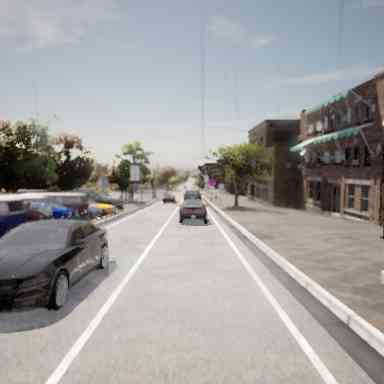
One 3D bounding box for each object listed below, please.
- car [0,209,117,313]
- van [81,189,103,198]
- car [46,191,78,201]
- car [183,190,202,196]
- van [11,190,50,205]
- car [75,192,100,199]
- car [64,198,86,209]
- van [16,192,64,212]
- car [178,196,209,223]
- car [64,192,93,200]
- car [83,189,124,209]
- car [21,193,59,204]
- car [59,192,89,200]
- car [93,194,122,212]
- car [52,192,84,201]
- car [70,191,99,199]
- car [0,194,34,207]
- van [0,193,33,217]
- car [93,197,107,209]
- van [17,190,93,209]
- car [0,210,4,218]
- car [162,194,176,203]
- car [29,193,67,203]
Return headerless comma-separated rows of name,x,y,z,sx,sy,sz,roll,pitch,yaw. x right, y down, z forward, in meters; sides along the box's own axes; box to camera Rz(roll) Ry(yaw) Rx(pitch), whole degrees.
car,-3.356,1.405,7.822,1.882,1.535,5.008,0,1,0
van,-22.063,0.361,73.535,4.442,1.987,1.878,0,1,0
car,-22.177,0.677,56.887,4.553,1.767,2.185,0,1,0
car,0.070,0.763,40.296,2.150,2.045,5.566,0,1,0
van,-22.238,0.725,45.783,4.442,1.987,1.878,0,1,0
car,-22.204,0.652,70.765,4.792,1.488,2.163,0,1,0
car,-8.980,1.316,18.821,5.008,1.535,2.097,0,1,0
van,-8.862,1.128,16.011,4.442,1.987,1.878,0,1,0
car,0.082,1.267,23.207,1.837,1.490,4.892,0,1,0
car,-22.192,0.723,65.214,4.792,1.488,2.163,0,1,0
car,-8.980,0.913,30.030,5.566,2.045,2.435,0,1,0
car,-22.124,0.953,48.562,4.674,1.452,2.002,0,1,0
car,-22.151,0.731,62.439,4.892,1.521,2.231,0,1,0
car,-8.817,1.199,27.230,5.366,1.575,1.946,0,1,0
car,-22.157,0.765,59.664,5.008,1.535,2.097,0,1,0
car,-21.982,0.655,67.988,5.366,1.575,1.946,0,1,0
car,-22.081,1.056,40.237,4.792,1.488,2.163,0,1,0
van,-9.090,1.161,13.209,4.442,1.987,1.878,0,1,0
car,-8.999,1.280,24.427,4.674,1.452,2.002,0,1,0
van,-9.108,1.052,21.620,4.442,1.987,1.878,0,1,0
car,-8.996,1.449,10.409,4.792,1.488,2.163,0,1,0
car,-3.363,1.001,49.806,1.895,1.301,4.718,0,1,0
car,-22.128,0.876,51.338,5.008,1.535,2.097,0,1,0
